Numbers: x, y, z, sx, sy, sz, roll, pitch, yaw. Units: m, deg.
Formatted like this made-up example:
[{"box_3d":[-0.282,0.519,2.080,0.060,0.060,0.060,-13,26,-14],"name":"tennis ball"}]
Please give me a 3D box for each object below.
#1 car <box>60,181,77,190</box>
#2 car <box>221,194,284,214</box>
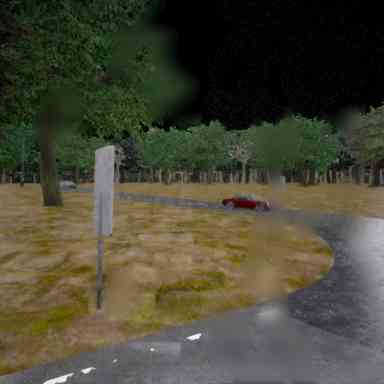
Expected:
[{"box_3d":[-21.689,-1.251,58.310,1.994,1.385,4.181,2,2,-35],"name":"car"},{"box_3d":[4.429,0.818,24.779,1.895,1.301,4.718,2,1,-38],"name":"car"}]
